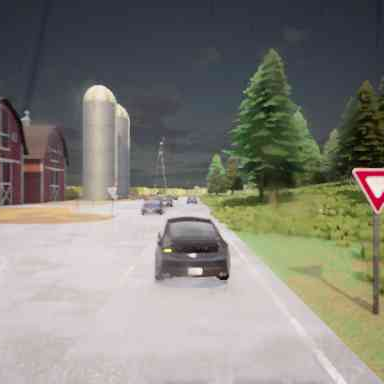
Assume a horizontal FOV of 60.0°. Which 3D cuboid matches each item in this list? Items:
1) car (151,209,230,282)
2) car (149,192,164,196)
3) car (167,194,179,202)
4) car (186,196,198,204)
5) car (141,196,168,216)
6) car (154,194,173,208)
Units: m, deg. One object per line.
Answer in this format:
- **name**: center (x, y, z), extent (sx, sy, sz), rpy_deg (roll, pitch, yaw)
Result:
- **car**: center (-0.138, 1.470, 9.718), extent (1.837, 1.490, 4.892), rpy_deg (0, 1, -5)
- **car**: center (-9.057, 1.344, 77.843), extent (4.181, 1.381, 1.994), rpy_deg (0, 0, -1)
- **car**: center (-3.499, 1.106, 61.946), extent (1.994, 1.385, 4.181), rpy_deg (0, 0, 0)
- **car**: center (0.001, 1.395, 57.362), extent (2.033, 1.411, 5.357), rpy_deg (0, 0, 0)
- **car**: center (-3.634, 1.441, 31.760), extent (1.812, 1.442, 4.674), rpy_deg (0, 0, 1)
- **car**: center (-3.581, 1.370, 45.595), extent (2.128, 1.511, 4.902), rpy_deg (0, 0, 0)
